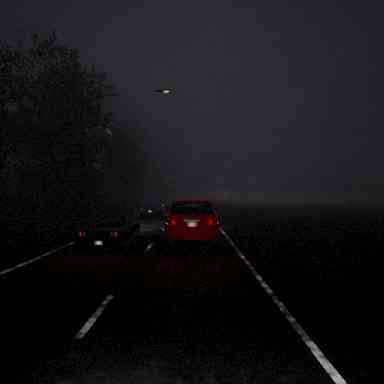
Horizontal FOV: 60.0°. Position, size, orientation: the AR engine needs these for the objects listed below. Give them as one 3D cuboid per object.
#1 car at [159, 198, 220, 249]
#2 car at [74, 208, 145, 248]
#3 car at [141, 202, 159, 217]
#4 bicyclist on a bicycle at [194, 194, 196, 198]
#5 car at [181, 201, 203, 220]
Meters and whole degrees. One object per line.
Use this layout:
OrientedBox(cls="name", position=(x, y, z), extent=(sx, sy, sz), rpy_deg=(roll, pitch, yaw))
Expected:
OrientedBox(cls="car", position=(0.000, 1.260, 14.682), extent=(2.150, 2.045, 5.566), rpy_deg=(0, 0, 0))
OrientedBox(cls="car", position=(-3.500, 1.618, 14.681), extent=(1.895, 1.301, 4.718), rpy_deg=(0, 0, 0))
OrientedBox(cls="car", position=(-3.500, 1.578, 29.651), extent=(1.994, 1.385, 4.181), rpy_deg=(0, 0, 0))
OrientedBox(cls="bicyclist on a bicycle", position=(0.962, 1.392, 95.482), extent=(0.659, 1.776, 1.843), rpy_deg=(0, 0, 0))
OrientedBox(cls="car", position=(0.000, 1.538, 29.651), extent=(1.812, 1.442, 4.674), rpy_deg=(0, 0, 0))
